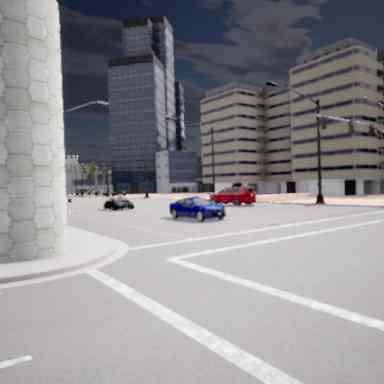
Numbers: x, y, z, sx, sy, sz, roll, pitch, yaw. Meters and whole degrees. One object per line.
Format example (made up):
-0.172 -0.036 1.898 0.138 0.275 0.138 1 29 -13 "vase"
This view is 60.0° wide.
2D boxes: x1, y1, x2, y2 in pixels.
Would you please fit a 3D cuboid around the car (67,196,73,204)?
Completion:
-20.069 1.209 52.014 1.895 1.301 4.718 -3 2 -35 "car"

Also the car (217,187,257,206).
4.385 0.474 36.129 2.150 2.045 5.566 -4 2 -42 "car"

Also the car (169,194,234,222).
0.297 1.098 22.958 1.882 1.535 5.008 -3 2 -35 "car"

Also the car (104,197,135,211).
-7.509 1.178 34.049 1.994 1.385 4.181 -3 2 -35 "car"
